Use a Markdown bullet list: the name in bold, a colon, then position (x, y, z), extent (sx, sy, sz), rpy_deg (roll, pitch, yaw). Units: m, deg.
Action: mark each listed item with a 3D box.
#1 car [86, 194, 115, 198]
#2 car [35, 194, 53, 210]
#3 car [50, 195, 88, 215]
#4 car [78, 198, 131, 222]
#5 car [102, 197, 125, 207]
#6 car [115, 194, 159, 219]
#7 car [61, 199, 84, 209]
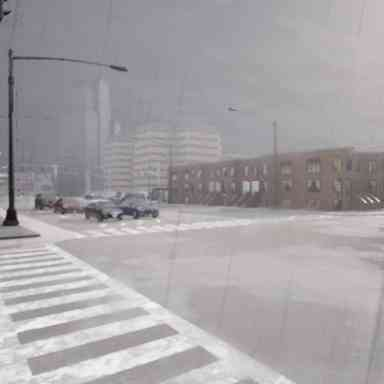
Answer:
- **car**: position (-10.812, 1.240, 37.992), extent (2.150, 2.045, 5.566), rpy_deg (0, 0, -35)
- **car**: position (-19.130, 1.266, 43.767), extent (2.150, 2.045, 5.566), rpy_deg (0, 0, -35)
- **car**: position (-13.006, 1.379, 35.030), extent (2.097, 1.767, 4.553), rpy_deg (0, 0, -35)
- **car**: position (-7.090, 1.503, 26.627), extent (2.128, 1.511, 4.902), rpy_deg (0, 0, -35)
- **car**: position (-12.490, 1.541, 52.689), extent (1.812, 1.442, 4.674), rpy_deg (0, 0, -35)
- **car**: position (-4.705, 1.353, 29.320), extent (2.097, 1.767, 4.553), rpy_deg (0, 0, -35)
- **car**: position (-16.775, 1.635, 46.510), extent (1.895, 1.301, 4.718), rpy_deg (0, 0, -35)
